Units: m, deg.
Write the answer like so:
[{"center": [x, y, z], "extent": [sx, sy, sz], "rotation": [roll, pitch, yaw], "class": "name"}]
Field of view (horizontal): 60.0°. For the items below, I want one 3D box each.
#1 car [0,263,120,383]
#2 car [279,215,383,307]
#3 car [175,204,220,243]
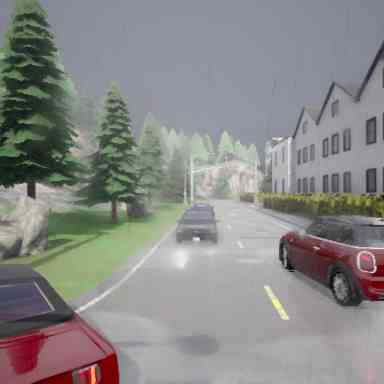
[{"center": [-2.804, 1.606, 4.191], "extent": [1.895, 1.301, 4.718], "rotation": [0, 0, -39], "class": "car"}, {"center": [3.795, 1.347, 8.186], "extent": [2.097, 1.767, 4.553], "rotation": [0, 0, -5], "class": "car"}, {"center": [0.311, 1.551, 16.329], "extent": [2.033, 1.411, 5.357], "rotation": [0, 0, 3], "class": "car"}]
